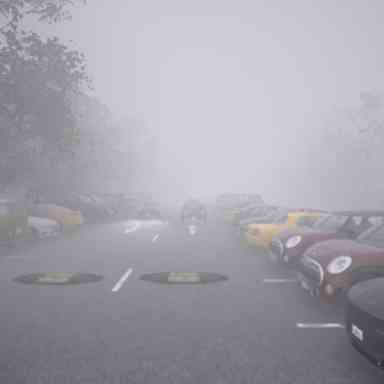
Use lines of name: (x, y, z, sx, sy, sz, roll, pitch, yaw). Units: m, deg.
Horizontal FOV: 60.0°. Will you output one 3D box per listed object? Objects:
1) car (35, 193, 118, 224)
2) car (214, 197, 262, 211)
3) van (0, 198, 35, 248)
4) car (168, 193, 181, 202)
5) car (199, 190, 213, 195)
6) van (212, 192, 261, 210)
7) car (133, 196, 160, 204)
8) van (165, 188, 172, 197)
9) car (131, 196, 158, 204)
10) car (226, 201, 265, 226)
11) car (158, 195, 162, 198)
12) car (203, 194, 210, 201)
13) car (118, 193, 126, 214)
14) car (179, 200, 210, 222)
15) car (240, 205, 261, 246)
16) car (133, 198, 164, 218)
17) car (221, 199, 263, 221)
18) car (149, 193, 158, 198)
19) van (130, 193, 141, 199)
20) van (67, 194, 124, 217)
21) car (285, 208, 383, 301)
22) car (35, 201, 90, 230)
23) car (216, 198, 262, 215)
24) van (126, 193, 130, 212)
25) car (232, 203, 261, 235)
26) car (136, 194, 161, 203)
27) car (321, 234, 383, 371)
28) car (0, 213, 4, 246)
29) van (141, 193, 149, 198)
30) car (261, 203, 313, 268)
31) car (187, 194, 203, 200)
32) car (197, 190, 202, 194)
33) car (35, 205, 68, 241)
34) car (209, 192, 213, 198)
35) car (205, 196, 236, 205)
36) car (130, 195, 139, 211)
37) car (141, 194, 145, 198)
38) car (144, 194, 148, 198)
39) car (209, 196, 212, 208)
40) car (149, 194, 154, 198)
car: (-8.493, 1.139, 23.652, 5.566, 2.045, 2.435, 0, 0, 0)
car: (4.593, 1.399, 29.104, 4.792, 1.488, 2.163, 0, 0, 0)
van: (-8.647, 1.207, 12.445, 4.442, 1.987, 1.878, 0, 0, 0)
car: (-3.434, 1.340, 70.720, 1.994, 1.385, 4.181, 0, 0, 0)
car: (4.560, 1.159, 59.632, 5.566, 2.045, 2.435, 0, 0, 0)
van: (4.449, 1.133, 31.879, 4.442, 1.987, 1.878, 0, 0, 0)
car: (-8.460, 1.453, 62.424, 4.792, 1.488, 2.163, 0, 0, 0)
van: (-8.600, 0.573, 94.934, 4.442, 1.987, 1.878, 1, 0, 0)
car: (-8.489, 1.450, 59.654, 4.674, 1.452, 2.002, 0, 0, 0)
car: (4.548, 1.413, 17.999, 4.892, 1.521, 2.231, 0, 0, 0)
car: (-8.308, 1.394, 56.884, 5.366, 1.575, 1.946, 0, 0, 0)
car: (4.389, 1.334, 42.977, 5.366, 1.575, 1.946, 0, 0, 0)
car: (-8.490, 1.128, 26.422, 5.566, 2.045, 2.435, 0, 0, 0)
car: (0.125, 1.505, 25.232, 1.895, 1.301, 4.718, 0, 0, 0)
car: (4.735, 1.430, 12.446, 5.366, 1.575, 1.946, 0, 0, 0)
car: (-3.575, 1.490, 29.219, 1.895, 1.301, 4.718, 0, 0, 0)
car: (4.742, 1.398, 20.775, 5.366, 1.575, 1.946, 0, 0, 0)
car: (-8.527, 1.118, 51.346, 5.566, 2.045, 2.435, 0, 0, 0)
van: (-8.401, 1.114, 37.518, 4.442, 1.987, 1.878, 0, 0, 0)
van: (-8.399, 1.143, 29.192, 4.442, 1.987, 1.878, 0, 0, 0)
car: (4.577, 1.328, 6.894, 4.553, 1.767, 2.185, 0, 0, 0)
car: (-8.520, 1.411, 18.112, 5.008, 1.535, 2.097, 0, 0, 0)
car: (4.590, 1.409, 26.327, 4.792, 1.488, 2.163, 0, 0, 0)
van: (-8.630, 1.132, 31.962, 4.442, 1.987, 1.878, 0, 0, 0)
car: (4.558, 1.423, 15.223, 4.892, 1.521, 2.231, 0, 0, 0)
car: (-8.518, 1.311, 65.070, 4.553, 1.767, 2.185, 0, 0, 0)
car: (4.549, 1.464, 4.118, 5.008, 1.535, 2.097, 0, 0, 0)
car: (-8.530, 1.483, 9.802, 4.674, 1.452, 2.002, 0, 0, 0)
van: (-8.620, 1.119, 45.682, 4.442, 1.987, 1.878, 0, 0, 0)
car: (4.579, 1.318, 9.670, 4.553, 1.767, 2.185, 0, 0, 0)
car: (0.134, 1.362, 41.665, 1.837, 1.490, 4.892, 0, 0, 0)
car: (4.383, 0.827, 94.996, 4.792, 1.488, 2.163, 0, 0, 0)
car: (-8.530, 1.462, 15.217, 4.674, 1.452, 2.002, 0, 0, 0)
car: (4.539, 1.215, 37.429, 4.553, 1.767, 2.185, 0, 0, 0)
car: (4.578, 1.384, 54.078, 4.892, 1.521, 2.231, 0, 0, 0)
car: (-8.517, 1.348, 34.733, 5.008, 1.535, 2.097, 0, 0, 0)
car: (-8.536, 1.365, 40.271, 4.792, 1.488, 2.163, 0, 0, 0)
car: (-8.534, 1.367, 42.910, 4.792, 1.488, 2.163, 0, 0, 0)
car: (4.539, 1.378, 34.656, 4.792, 1.488, 2.163, 0, 0, 0)
car: (-8.472, 1.386, 48.575, 4.792, 1.488, 2.163, 0, 0, 0)
